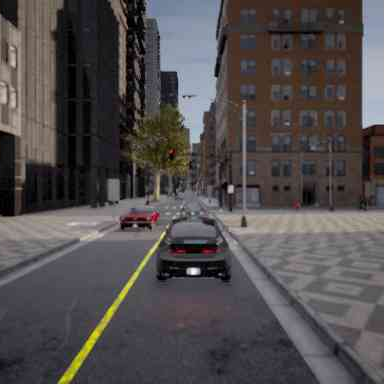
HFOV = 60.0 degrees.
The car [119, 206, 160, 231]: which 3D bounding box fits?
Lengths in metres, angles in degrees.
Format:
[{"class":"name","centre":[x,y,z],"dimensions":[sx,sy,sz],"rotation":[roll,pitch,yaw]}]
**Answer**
[{"class":"car","centre":[-3.087,1.535,20.328],"dimensions":[1.895,1.301,4.718],"rotation":[0,0,0]}]

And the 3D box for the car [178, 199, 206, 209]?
[{"class":"car","centre":[0.052,1.467,24.643],"dimensions":[2.033,1.411,5.357],"rotation":[0,0,0]}]

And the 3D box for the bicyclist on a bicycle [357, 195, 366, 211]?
[{"class":"bicyclist on a bicycle","centre":[17.509,1.176,34.364],"dimensions":[0.582,1.620,1.656],"rotation":[0,0,0]}]

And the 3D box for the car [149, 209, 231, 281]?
[{"class":"car","centre":[0.055,1.475,9.771],"dimensions":[1.837,1.490,4.892],"rotation":[0,1,1]}]

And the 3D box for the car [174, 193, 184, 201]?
[{"class":"car","centre":[-3.024,1.115,76.257],"dimensions":[2.097,1.767,4.553],"rotation":[0,0,0]}]
